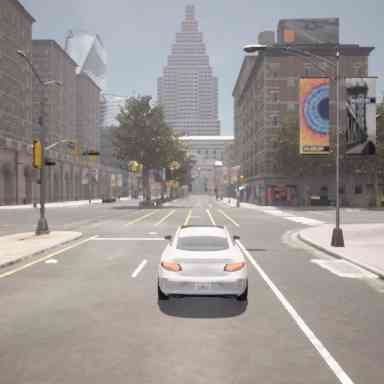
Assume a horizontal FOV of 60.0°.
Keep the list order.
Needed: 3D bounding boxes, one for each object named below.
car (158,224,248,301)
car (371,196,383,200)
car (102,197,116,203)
[{"bbox_3d":[0.254,1.526,8.242,1.812,1.442,4.674,0,0,2],"label":"car"},{"bbox_3d":[35.922,1.480,67.540,2.231,1.521,4.892,0,0,1],"label":"car"},{"bbox_3d":[-16.791,1.594,67.295,1.895,1.301,4.718,0,0,1],"label":"car"}]
